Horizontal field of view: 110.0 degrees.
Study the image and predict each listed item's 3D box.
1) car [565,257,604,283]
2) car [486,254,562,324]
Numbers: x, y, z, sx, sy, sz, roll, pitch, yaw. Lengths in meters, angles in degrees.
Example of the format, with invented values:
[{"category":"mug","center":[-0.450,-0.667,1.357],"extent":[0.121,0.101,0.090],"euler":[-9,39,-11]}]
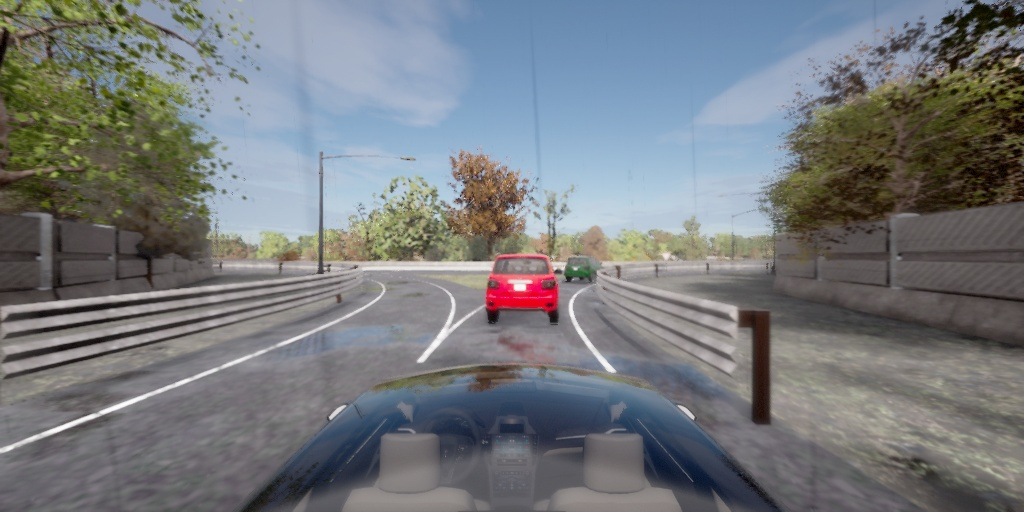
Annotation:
[{"category":"car","center":[6.107,1.085,29.580],"extent":[2.150,2.045,5.566],"euler":[0,0,28]},{"category":"car","center":[0.532,1.007,12.415],"extent":[2.150,2.045,5.566],"euler":[0,-1,7]}]
